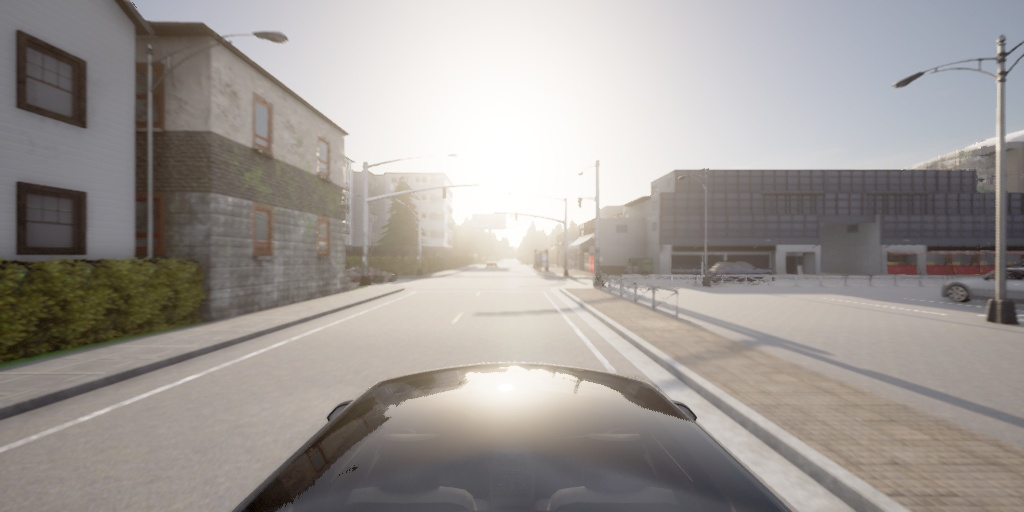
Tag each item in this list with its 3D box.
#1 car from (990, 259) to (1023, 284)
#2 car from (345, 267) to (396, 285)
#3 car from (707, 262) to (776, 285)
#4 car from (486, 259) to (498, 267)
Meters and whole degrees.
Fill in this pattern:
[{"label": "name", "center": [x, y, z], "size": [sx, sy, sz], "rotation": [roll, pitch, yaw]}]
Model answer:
[{"label": "car", "center": [46.547, 1.146, 31.556], "size": [5.566, 2.045, 2.150], "rotation": [0, 0, 0]}, {"label": "car", "center": [-11.236, 1.516, 27.855], "size": [4.181, 1.385, 1.994], "rotation": [1, 0, 0]}, {"label": "car", "center": [17.817, 1.257, 27.946], "size": [4.553, 1.767, 2.097], "rotation": [0, 0, 0]}, {"label": "car", "center": [-3.564, 1.203, 63.297], "size": [1.882, 1.535, 5.008], "rotation": [0, 0, 0]}]
